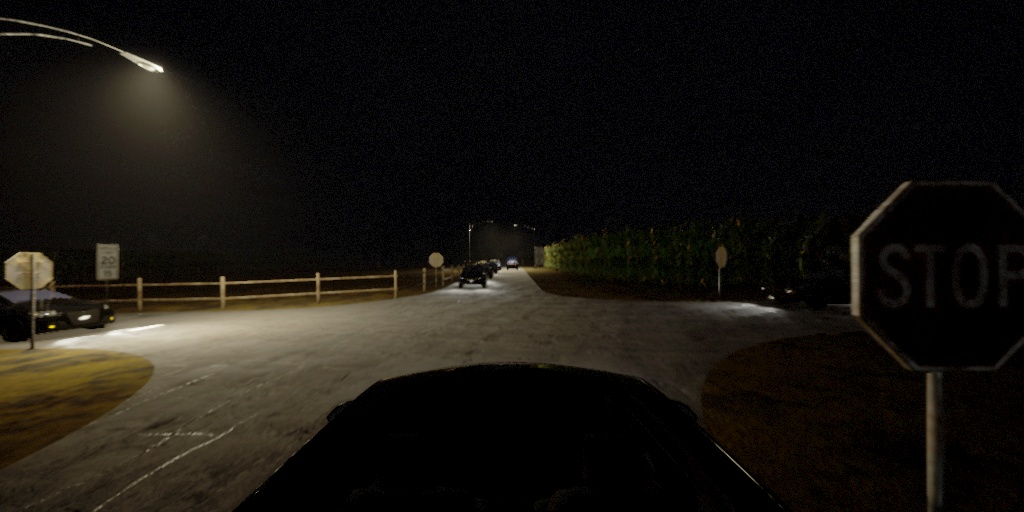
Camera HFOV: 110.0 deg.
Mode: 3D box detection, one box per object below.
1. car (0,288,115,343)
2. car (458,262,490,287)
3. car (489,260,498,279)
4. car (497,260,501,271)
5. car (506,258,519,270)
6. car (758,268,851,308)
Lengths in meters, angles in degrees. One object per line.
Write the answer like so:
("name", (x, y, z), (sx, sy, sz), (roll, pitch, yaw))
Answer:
("car", (-14.388, 1.644, 10.449), (4.181, 1.385, 1.994), (-1, -1, 1))
("car", (-2.769, 1.422, 26.119), (1.837, 1.490, 4.892), (0, 0, -2))
("car", (-2.811, 1.450, 35.755), (2.128, 1.511, 4.902), (0, 0, 0))
("car", (-2.781, 1.514, 45.665), (1.812, 1.442, 4.674), (0, 0, 0))
("car", (0.068, 1.493, 57.552), (2.128, 1.511, 4.902), (0, 0, 0))
("car", (12.560, 1.148, 13.621), (5.357, 1.411, 2.033), (-1, -1, 1))
